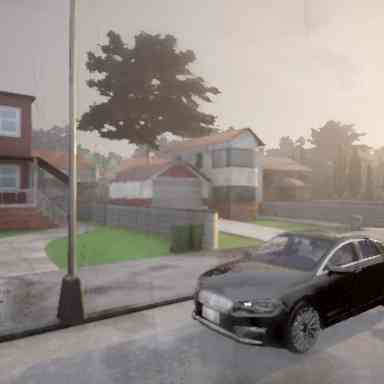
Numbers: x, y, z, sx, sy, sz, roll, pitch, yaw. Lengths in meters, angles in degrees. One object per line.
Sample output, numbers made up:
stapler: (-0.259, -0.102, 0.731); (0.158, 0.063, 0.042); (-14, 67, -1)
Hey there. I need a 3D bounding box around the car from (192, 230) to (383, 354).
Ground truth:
car: (2.268, 1.515, 6.224); (4.902, 1.511, 2.128); (0, 0, -35)
